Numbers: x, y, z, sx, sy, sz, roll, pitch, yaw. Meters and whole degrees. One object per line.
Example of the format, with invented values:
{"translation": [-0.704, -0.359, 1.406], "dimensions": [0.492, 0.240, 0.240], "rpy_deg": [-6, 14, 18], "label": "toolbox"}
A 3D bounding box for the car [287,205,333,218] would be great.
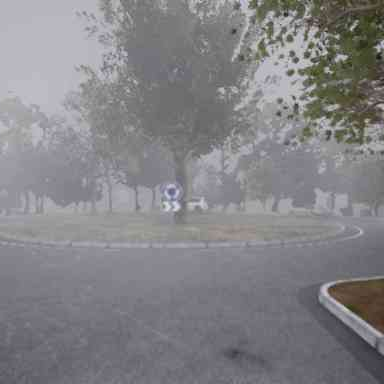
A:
{"translation": [12.455, 2.024, 35.462], "dimensions": [1.895, 1.301, 4.718], "rpy_deg": [0, -1, -29], "label": "car"}

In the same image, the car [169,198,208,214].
{"translation": [-0.723, 1.737, 43.170], "dimensions": [5.566, 2.045, 2.150], "rpy_deg": [0, -1, 5], "label": "car"}
